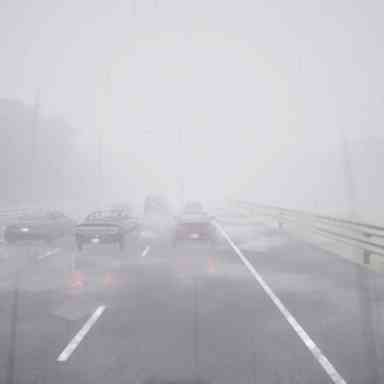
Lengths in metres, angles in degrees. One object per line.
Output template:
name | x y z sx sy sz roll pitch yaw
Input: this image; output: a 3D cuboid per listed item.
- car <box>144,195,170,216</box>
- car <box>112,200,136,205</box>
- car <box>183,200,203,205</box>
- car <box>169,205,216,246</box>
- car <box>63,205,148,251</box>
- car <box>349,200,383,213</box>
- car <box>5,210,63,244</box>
car | -3.402 1.263 32.759 2.150 2.045 5.566 0 0 0
car | -6.904 1.549 33.485 1.837 1.490 4.892 0 0 0
car | 0.098 1.534 33.362 2.128 1.511 4.902 0 0 0
car | 0.099 1.538 15.270 1.812 1.442 4.674 0 0 0
car | -3.403 1.502 14.151 2.128 1.511 4.902 0 0 0
car | 21.314 1.738 40.520 1.812 1.442 4.674 0 0 -20
car | -6.904 1.561 15.766 1.994 1.385 4.181 0 -1 0
